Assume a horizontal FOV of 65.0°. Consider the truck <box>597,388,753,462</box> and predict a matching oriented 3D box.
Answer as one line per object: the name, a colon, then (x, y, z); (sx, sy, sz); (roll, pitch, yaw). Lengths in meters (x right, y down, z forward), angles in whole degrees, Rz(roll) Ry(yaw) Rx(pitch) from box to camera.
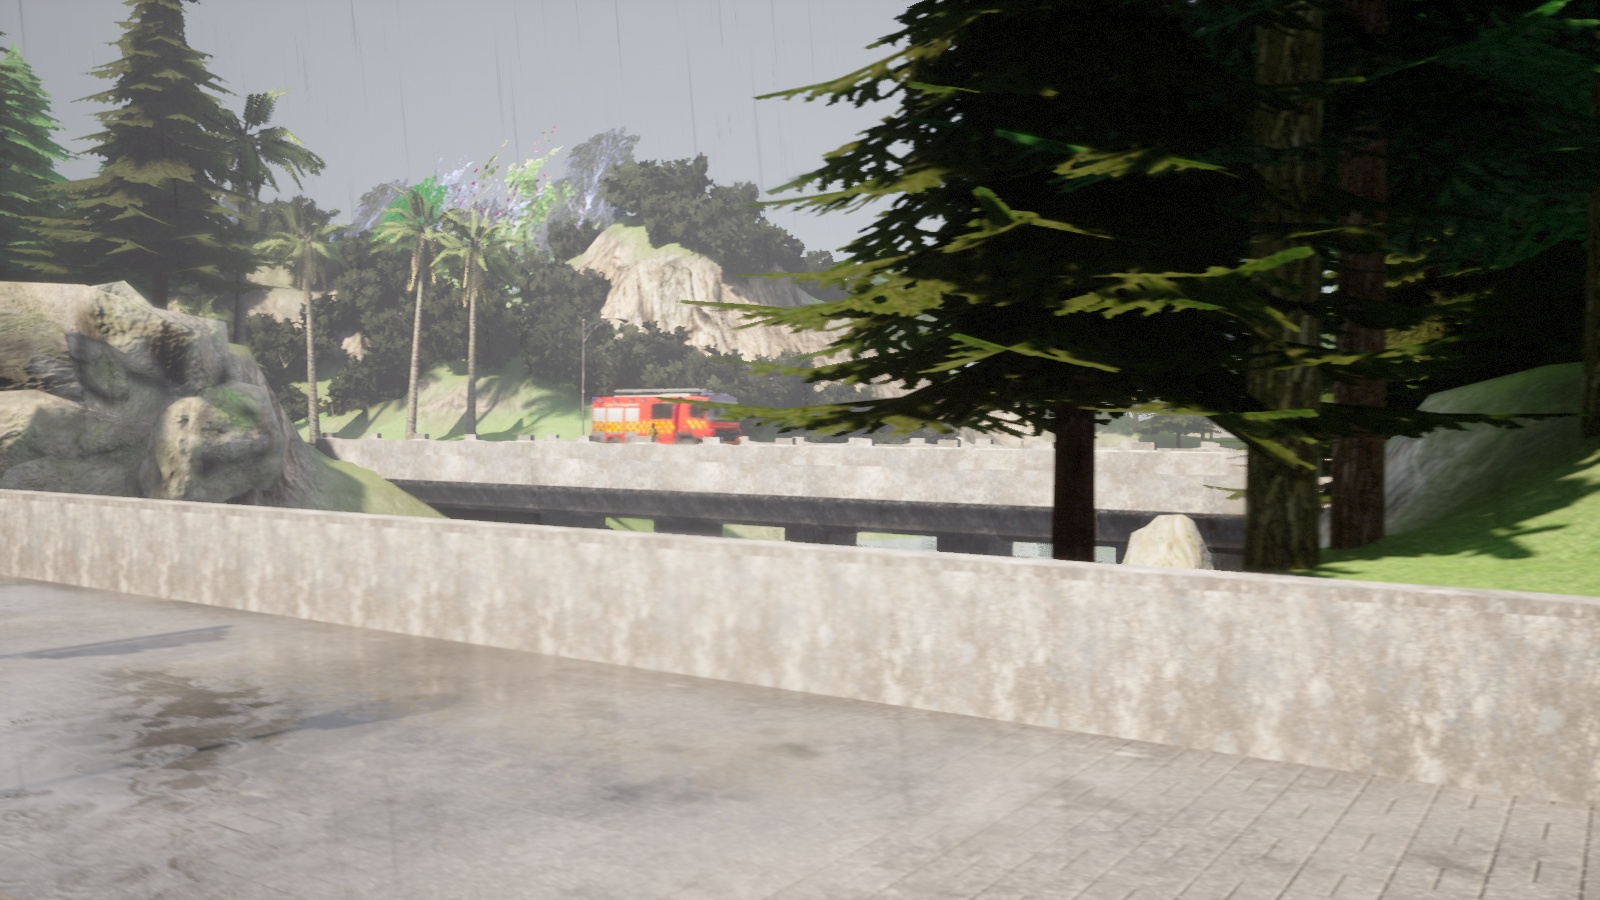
truck: (-6.881, -1.302, 68.211); (8.468, 3.827, 2.891); (0, 1, 34)
